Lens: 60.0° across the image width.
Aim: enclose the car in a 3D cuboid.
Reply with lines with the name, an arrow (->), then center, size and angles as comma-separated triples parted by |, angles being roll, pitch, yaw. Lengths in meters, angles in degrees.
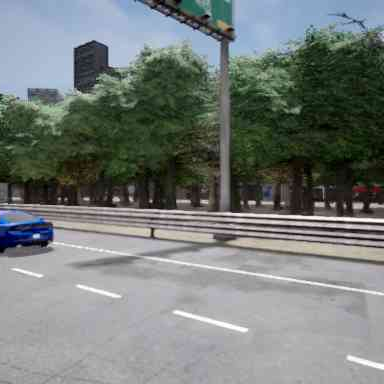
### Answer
car -> -7.735, 1.495, 13.682 | 5.008, 1.535, 1.882 | 0, 0, 35
